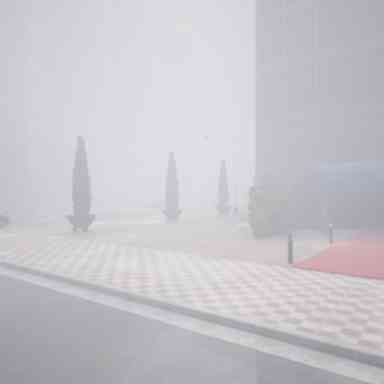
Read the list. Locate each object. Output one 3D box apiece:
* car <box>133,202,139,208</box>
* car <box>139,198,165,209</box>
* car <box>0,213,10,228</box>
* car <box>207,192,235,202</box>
[{"bbox_3d":[-6.151,1.589,47.764,1.895,1.301,4.718,0,0,36],"label":"car"},{"bbox_3d":[-4.457,1.554,44.134,1.994,1.385,4.181,0,0,36],"label":"car"},{"bbox_3d":[-13.340,1.519,19.678,1.812,1.442,4.674,0,0,36],"label":"car"},{"bbox_3d":[5.150,1.208,57.302,1.837,1.490,4.892,0,0,36],"label":"car"}]
